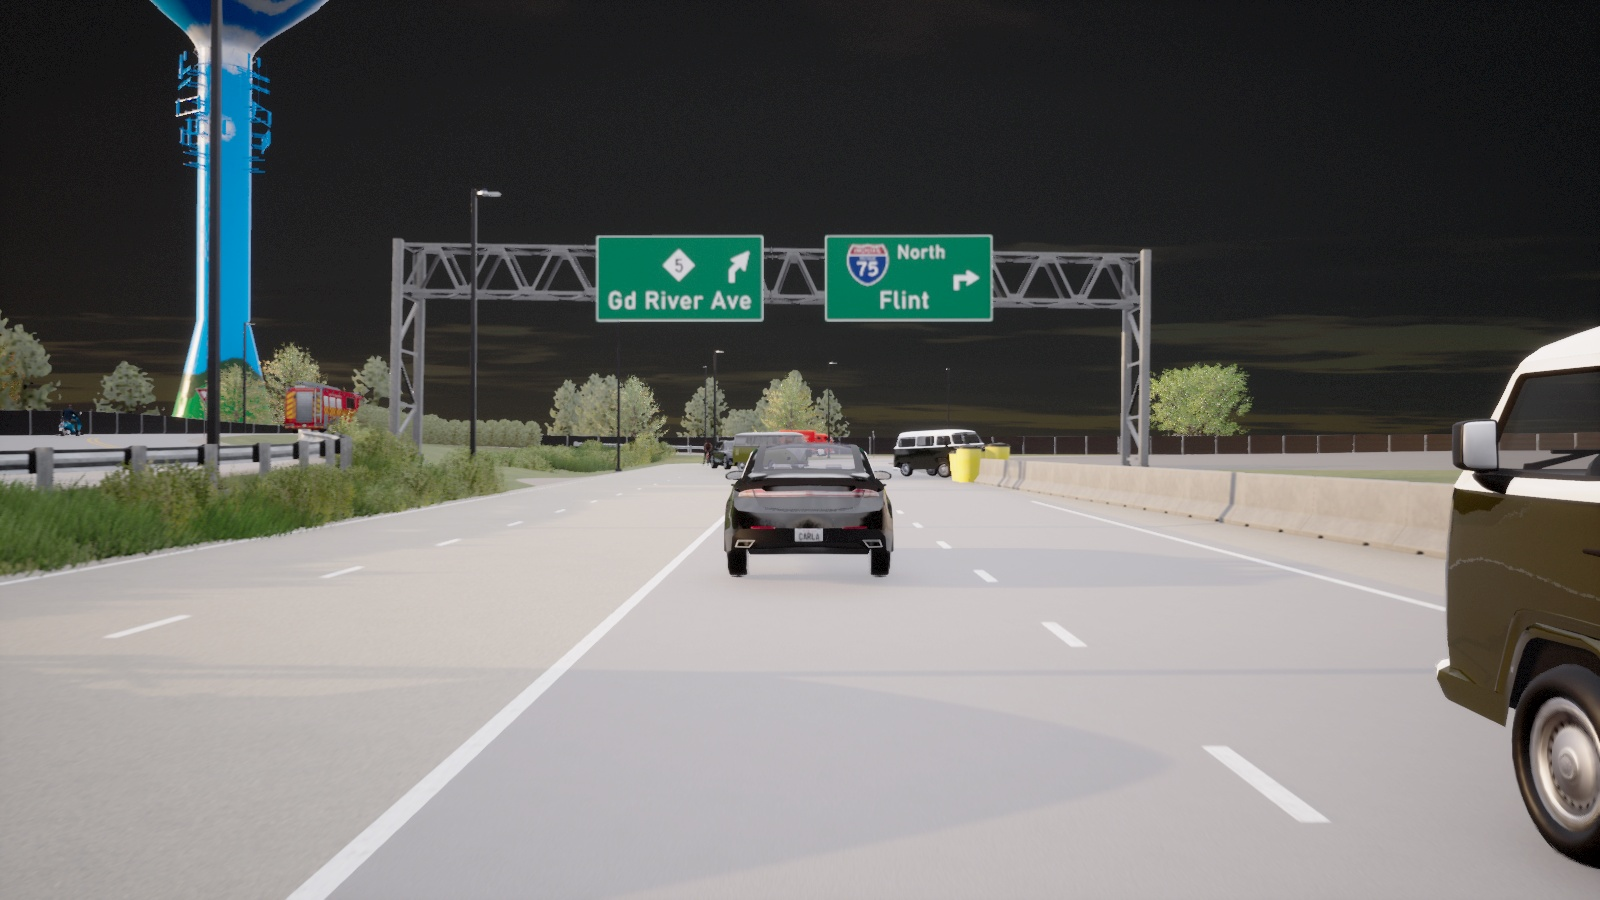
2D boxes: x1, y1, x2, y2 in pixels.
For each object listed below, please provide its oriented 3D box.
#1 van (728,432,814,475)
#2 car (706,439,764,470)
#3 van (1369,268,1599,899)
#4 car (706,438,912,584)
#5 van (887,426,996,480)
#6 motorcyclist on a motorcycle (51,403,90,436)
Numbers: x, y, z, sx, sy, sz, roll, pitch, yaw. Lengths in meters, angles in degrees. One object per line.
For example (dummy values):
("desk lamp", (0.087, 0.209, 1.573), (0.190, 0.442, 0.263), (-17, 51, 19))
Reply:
("van", (-1.406, 0.134, 59.735), (1.775, 1.987, 4.442), (0, 1, -38))
("car", (-3.646, 0.240, 69.583), (2.033, 1.649, 4.856), (0, 0, -18))
("van", (3.535, 0.455, 3.288), (2.069, 2.038, 4.480), (0, 0, 0))
("car", (0.105, 0.616, 15.440), (2.128, 1.511, 4.902), (0, 0, 0))
("van", (5.988, 0.157, 53.665), (2.069, 2.038, 4.480), (-3, 0, -35))
("motorcyclist on a motorcycle", (-35.939, -1.502, 61.907), (0.866, 1.590, 1.817), (0, 1, -1))
